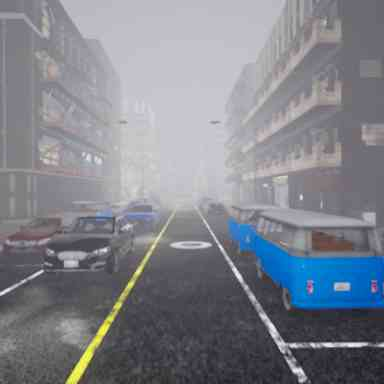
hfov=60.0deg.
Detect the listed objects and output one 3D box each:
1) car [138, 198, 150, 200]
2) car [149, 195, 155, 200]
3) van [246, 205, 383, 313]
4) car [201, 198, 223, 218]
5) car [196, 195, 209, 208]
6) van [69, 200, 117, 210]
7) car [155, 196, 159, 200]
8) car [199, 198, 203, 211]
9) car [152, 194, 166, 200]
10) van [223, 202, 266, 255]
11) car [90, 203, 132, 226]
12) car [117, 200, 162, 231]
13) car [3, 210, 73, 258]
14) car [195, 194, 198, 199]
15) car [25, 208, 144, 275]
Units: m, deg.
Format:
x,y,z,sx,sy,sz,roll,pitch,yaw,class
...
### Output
x,y,z,sx,sy,sz,roll,pitch,yaw,class
-5.887,1.578,35.206,1.947,1.339,4.313,0,0,-1,car
-5.981,1.452,40.800,1.967,1.590,4.097,0,0,-1,car
2.459,1.336,7.370,1.690,1.788,3.998,0,0,-1,van
2.086,1.540,29.745,1.887,1.381,4.507,0,0,-1,car
1.899,1.434,40.932,1.967,1.590,4.097,0,0,-1,car
-5.607,1.355,18.426,1.690,1.788,3.998,0,0,-1,van
-6.074,1.592,46.393,1.802,1.307,4.206,0,0,-1,car
1.993,1.577,35.338,1.802,1.307,4.206,0,0,-1,car
-6.262,1.322,57.581,2.192,1.841,5.009,0,0,-1,car
2.365,1.336,12.964,1.690,1.788,3.998,0,0,-1,van
-5.700,1.564,24.020,2.008,1.369,4.403,0,0,-1,car
-3.173,1.486,21.072,1.882,1.535,5.008,0,0,-1,car
-5.513,1.595,12.833,1.802,1.307,4.206,0,0,-1,car
1.805,1.433,46.525,1.967,1.590,4.097,0,0,-1,car
-3.009,1.499,10.601,2.128,1.511,4.902,0,0,-1,car
